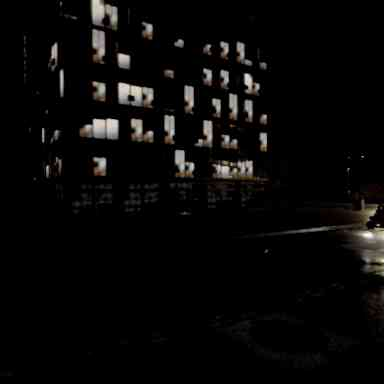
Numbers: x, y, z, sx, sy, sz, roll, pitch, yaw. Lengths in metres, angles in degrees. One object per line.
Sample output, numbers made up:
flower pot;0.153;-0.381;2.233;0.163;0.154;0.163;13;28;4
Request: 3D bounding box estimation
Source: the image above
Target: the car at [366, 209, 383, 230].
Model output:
car;12.757;1.657;20.741;4.674;1.442;1.812;0;0;-35
